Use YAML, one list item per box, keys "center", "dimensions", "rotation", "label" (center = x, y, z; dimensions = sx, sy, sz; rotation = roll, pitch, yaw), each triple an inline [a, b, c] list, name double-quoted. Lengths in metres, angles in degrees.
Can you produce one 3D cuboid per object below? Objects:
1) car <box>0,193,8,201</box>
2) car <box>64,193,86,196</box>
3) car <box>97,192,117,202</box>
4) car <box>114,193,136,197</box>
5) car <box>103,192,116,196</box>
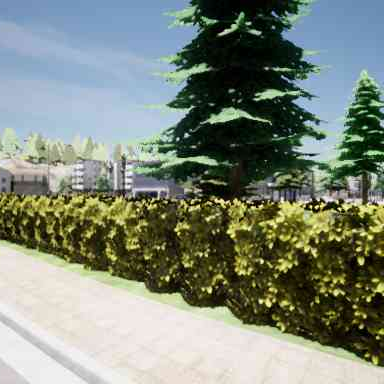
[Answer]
- center: [-41.775, 1.056, 70.259]
  dimensions: [1.932, 1.855, 4.605]
  rotation: [0, 0, 44]
  label: "car"
- center: [-27.331, 1.115, 80.428]
  dimensions: [2.152, 1.636, 5.027]
  rotation: [0, 0, 44]
  label: "car"
- center: [-18.224, 1.045, 71.441]
  dimensions: [1.905, 1.878, 3.866]
  rotation: [0, 0, 44]
  label: "car"
- center: [-10.069, 1.362, 53.354]
  dimensions: [1.970, 1.475, 3.806]
  rotation: [0, 0, 44]
  label: "car"
- center: [-15.866, 1.067, 69.694]
  dimensions: [1.932, 1.855, 4.605]
  rotation: [0, 0, 44]
  label: "car"
